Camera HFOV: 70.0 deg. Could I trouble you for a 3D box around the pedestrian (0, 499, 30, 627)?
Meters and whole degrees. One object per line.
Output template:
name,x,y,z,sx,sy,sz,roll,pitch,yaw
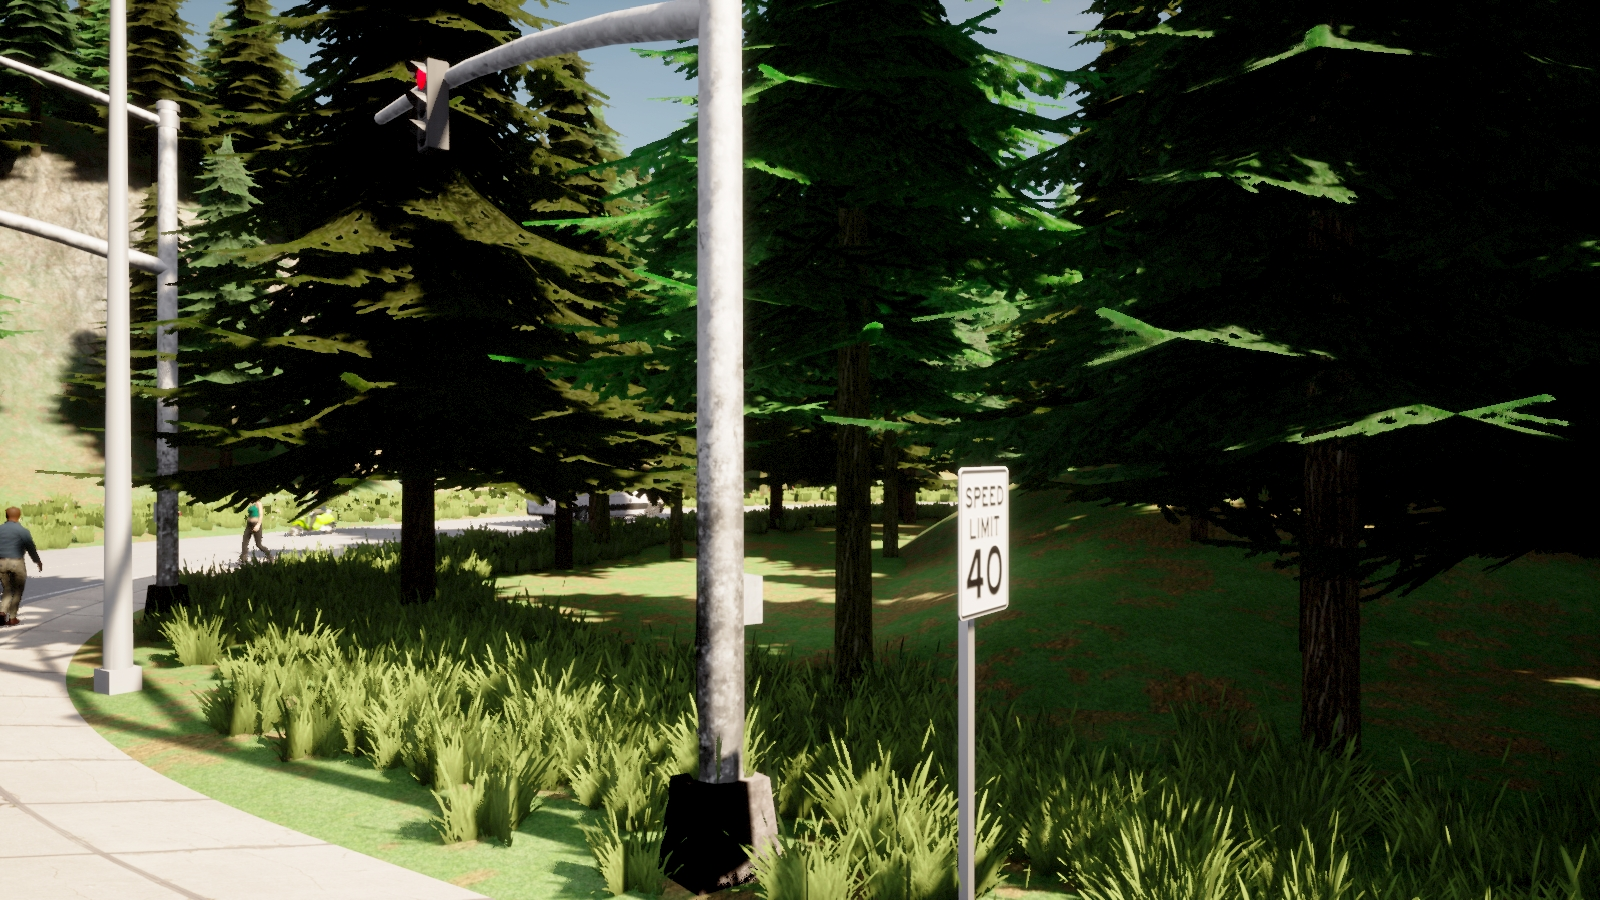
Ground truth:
pedestrian,-11.744,1.668,17.007,0.375,1.860,0.375,0,0,-14

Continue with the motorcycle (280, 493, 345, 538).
motorcycle,-15.858,2.113,37.200,0.856,1.316,1.805,1,1,26
